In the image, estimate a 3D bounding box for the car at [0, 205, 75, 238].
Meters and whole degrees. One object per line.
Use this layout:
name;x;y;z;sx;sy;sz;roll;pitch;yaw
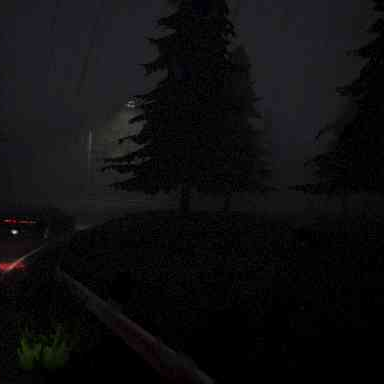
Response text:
car;-7.393;1.407;16.484;1.837;1.490;4.892;4;1;2
